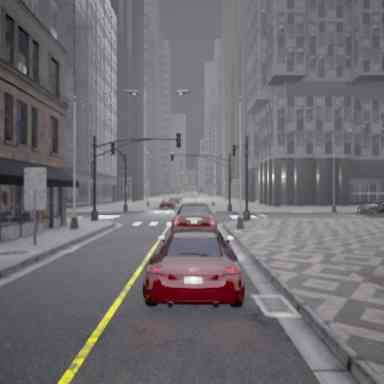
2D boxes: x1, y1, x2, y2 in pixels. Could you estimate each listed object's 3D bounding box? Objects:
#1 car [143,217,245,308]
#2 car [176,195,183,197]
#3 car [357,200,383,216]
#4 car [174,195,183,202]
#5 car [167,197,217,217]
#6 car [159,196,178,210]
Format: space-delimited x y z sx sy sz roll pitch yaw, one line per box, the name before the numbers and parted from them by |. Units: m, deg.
car | 0.084 1.541 7.946 1.994 1.385 4.181 0 0 2
car | -3.065 1.421 58.041 2.033 1.411 5.357 0 0 0
car | 17.749 1.452 30.631 4.674 1.442 1.812 0 0 0
car | -2.994 1.369 73.441 1.812 1.442 4.674 0 0 0
car | 0.152 1.308 16.566 2.097 1.767 4.553 0 0 2
car | -3.092 1.502 42.089 1.895 1.301 4.718 0 0 0
